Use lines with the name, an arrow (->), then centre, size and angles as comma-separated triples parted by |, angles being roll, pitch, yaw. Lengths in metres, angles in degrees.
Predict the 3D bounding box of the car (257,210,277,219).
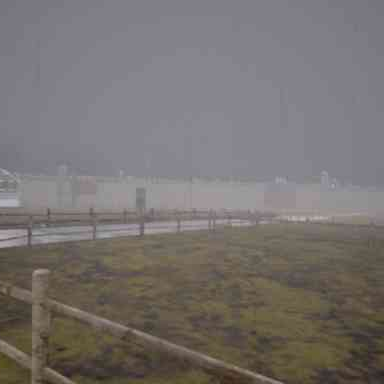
car -> 11.594, 3.471, 51.708 | 1.895, 1.301, 4.718 | 2, -2, 35
